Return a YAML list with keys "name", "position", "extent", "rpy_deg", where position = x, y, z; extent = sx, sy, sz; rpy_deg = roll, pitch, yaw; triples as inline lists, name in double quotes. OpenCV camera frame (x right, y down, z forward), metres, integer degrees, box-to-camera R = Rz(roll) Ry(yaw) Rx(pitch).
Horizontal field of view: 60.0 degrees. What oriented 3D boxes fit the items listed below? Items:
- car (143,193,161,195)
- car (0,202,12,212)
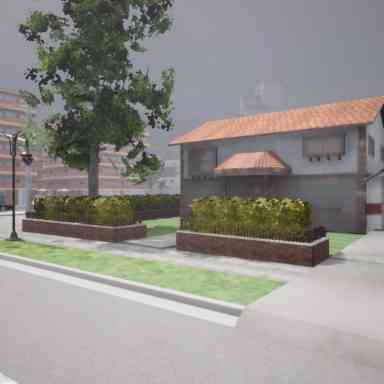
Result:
- name: "car"
  position: [-7.151, 1.223, 54.846]
  extent: [2.150, 2.045, 5.566]
  rpy_deg: [0, 0, 36]
- name: "car"
  position: [-21.589, 1.601, 35.037]
  extent: [1.895, 1.301, 4.718]
  rpy_deg: [0, 0, 33]
